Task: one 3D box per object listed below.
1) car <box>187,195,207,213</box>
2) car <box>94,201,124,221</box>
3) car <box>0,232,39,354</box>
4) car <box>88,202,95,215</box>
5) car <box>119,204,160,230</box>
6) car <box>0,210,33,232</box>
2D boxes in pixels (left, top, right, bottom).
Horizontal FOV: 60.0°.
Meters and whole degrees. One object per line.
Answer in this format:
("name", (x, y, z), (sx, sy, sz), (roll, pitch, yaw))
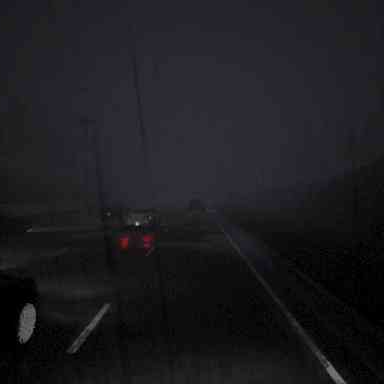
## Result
("car", (0.501, 1.595, 41.376), (2.097, 1.767, 4.553), (0, 0, 1))
("car", (-6.627, 1.636, 29.028), (1.882, 1.535, 5.008), (0, 0, 1))
("car", (-3.320, 1.491, 3.236), (1.882, 1.535, 5.008), (0, 0, 0))
("car", (-10.057, 1.723, 36.745), (1.812, 1.442, 4.674), (0, 0, 1))
("car", (-3.196, 1.649, 21.869), (1.812, 1.442, 4.674), (0, 0, 1))
("car", (-10.247, 1.629, 16.960), (2.033, 1.411, 5.357), (0, 0, 1))
